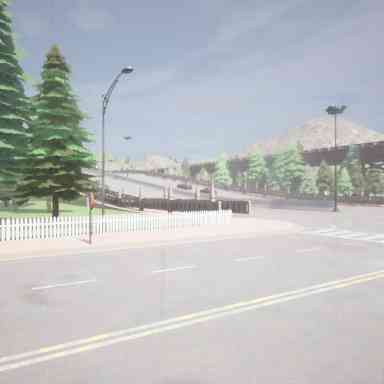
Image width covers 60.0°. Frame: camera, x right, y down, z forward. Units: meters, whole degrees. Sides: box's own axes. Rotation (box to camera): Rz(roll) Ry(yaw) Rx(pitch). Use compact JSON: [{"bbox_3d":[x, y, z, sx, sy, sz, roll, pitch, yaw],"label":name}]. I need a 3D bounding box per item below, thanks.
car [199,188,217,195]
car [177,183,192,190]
[{"bbox_3d":[3.467,-0.204,70.502,1.812,1.442,4.674,0,7,-34],"label":"car"},{"bbox_3d":[-1.795,-1.376,78.239,2.128,1.511,4.902,0,7,-34],"label":"car"}]
